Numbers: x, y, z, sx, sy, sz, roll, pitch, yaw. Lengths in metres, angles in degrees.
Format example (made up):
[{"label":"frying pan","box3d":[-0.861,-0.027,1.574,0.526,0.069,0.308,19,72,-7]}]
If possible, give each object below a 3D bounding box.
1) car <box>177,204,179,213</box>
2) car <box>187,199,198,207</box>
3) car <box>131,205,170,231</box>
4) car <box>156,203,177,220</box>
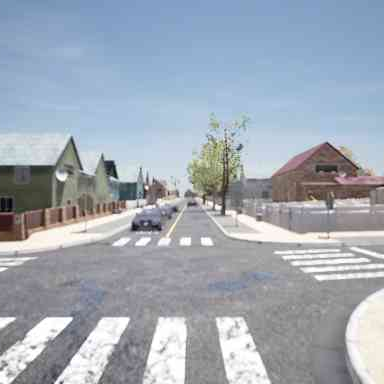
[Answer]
[{"label":"car","box3d":[-2.840,2.154,46.500,1.895,1.301,4.718,0,-1,0]},{"label":"car","box3d":[0.086,2.141,67.188,2.097,1.767,4.553,0,-1,0]},{"label":"car","box3d":[-2.874,1.839,22.838,1.994,1.385,4.181,0,-1,1]},{"label":"car","box3d":[-2.853,1.879,32.384,2.128,1.511,4.902,0,-1,0]}]
